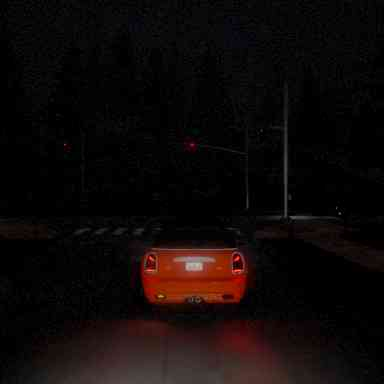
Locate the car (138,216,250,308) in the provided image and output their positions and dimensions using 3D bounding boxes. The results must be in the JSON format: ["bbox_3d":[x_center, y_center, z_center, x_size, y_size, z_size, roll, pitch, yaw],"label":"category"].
[{"bbox_3d":[0.049,1.352,8.086,2.097,1.767,4.553,0,0,0],"label":"car"}]

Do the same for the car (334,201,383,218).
[{"bbox_3d":[14.337,1.438,27.330,4.718,1.301,1.895,0,0,0],"label":"car"}]
